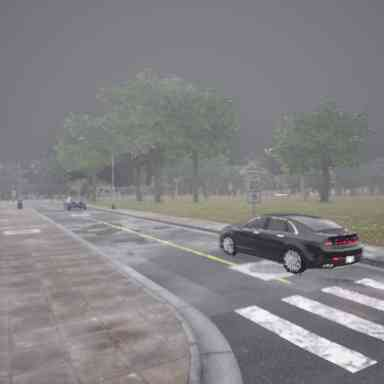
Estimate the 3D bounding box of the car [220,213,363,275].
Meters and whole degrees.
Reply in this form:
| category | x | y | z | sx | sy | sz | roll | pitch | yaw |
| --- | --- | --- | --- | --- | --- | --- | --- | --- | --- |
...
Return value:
| category | x | y | z | sx | sy | sz | roll | pitch | yaw |
| --- | --- | --- | --- | --- | --- | --- | --- | --- | --- |
| car | 2.730 | 1.404 | 10.349 | 1.837 | 1.490 | 4.892 | -2 | 1 | -29 |

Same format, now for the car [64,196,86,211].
| category | x | y | z | sx | sy | sz | roll | pitch | yaw |
| --- | --- | --- | --- | --- | --- | --- | --- | --- | --- |
| car | -14.690 | 1.312 | 41.542 | 2.097 | 1.767 | 4.553 | -2 | 1 | -28 |
